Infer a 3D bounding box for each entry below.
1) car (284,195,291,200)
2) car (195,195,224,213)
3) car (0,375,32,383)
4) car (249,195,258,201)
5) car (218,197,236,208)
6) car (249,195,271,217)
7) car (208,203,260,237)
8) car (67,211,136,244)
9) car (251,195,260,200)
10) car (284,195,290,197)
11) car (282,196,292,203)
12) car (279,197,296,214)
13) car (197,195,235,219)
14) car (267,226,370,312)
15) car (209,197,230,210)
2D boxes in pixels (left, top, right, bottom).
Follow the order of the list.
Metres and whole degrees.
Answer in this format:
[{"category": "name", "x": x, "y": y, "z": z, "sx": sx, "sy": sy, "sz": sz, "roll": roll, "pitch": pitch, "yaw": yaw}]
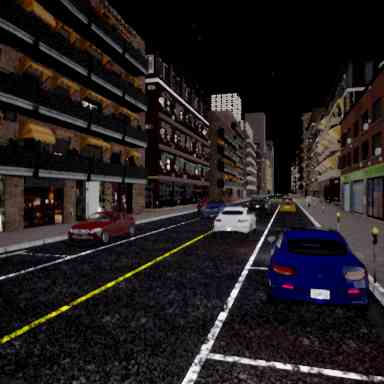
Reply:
[{"category": "car", "x": 25.607, "y": 1.507, "z": 89.630, "sx": 1.752, "sy": 1.417, "sz": 4.829, "roll": 0, "pitch": 0, "yaw": 16}, {"category": "car", "x": 2.063, "y": 1.308, "z": 37.560, "sx": 2.192, "sy": 1.841, "sz": 5.009, "roll": 0, "pitch": 0, "yaw": 16}, {"category": "car", "x": -2.522, "y": 1.546, "z": 0.346, "sx": 2.033, "sy": 1.411, "sz": 5.357, "roll": 0, "pitch": 0, "yaw": 16}, {"category": "car", "x": 15.957, "y": 1.530, "z": 86.345, "sx": 2.008, "sy": 1.369, "sz": 4.403, "roll": 0, "pitch": 0, "yaw": 16}, {"category": "car", "x": 5.150, "y": 1.535, "z": 48.402, "sx": 1.887, "sy": 1.381, "sz": 4.507, "roll": 0, "pitch": 0, "yaw": 16}, {"category": "car", "x": 6.496, "y": 1.347, "z": 32.017, "sx": 2.097, "sy": 1.767, "sz": 4.553, "roll": 0, "pitch": 0, "yaw": 16}, {"category": "car", "x": 2.393, "y": 1.524, "z": 17.954, "sx": 1.812, "sy": 1.442, "sz": 4.674, "roll": 0, "pitch": 0, "yaw": 16}, {"category": "car", "x": -4.114, "y": 1.577, "z": 15.877, "sx": 1.802, "sy": 1.307, "sz": 4.206, "roll": 0, "pitch": 0, "yaw": 16}, {"category": "car", "x": 17.500, "y": 1.528, "z": 91.767, "sx": 2.008, "sy": 1.369, "sz": 4.403, "roll": 0, "pitch": 0, "yaw": 16}, {"category": "car", "x": 13.208, "y": 1.539, "z": 46.102, "sx": 1.887, "sy": 1.381, "sz": 4.507, "roll": 0, "pitch": 0, "yaw": 16}, {"category": "car", "x": 19.384, "y": 1.540, "z": 67.784, "sx": 2.008, "sy": 1.369, "sz": 4.403, "roll": 0, "pitch": 0, "yaw": 16}, {"category": "car", "x": 10.167, "y": 1.522, "z": 35.424, "sx": 1.752, "sy": 1.417, "sz": 4.829, "roll": 0, "pitch": 0, "yaw": 16}, {"category": "car", "x": 2.181, "y": 1.347, "z": 28.515, "sx": 2.097, "sy": 1.767, "sz": 4.553, "roll": 0, "pitch": 0, "yaw": 16}, {"category": "car", "x": 2.753, "y": 1.526, "z": 7.721, "sx": 1.812, "sy": 1.442, "sz": 4.674, "roll": 0, "pitch": 0, "yaw": 16}, {"category": "car", "x": 3.606, "y": 1.432, "z": 42.980, "sx": 1.967, "sy": 1.590, "sz": 4.097, "roll": 0, "pitch": 0, "yaw": 16}]
